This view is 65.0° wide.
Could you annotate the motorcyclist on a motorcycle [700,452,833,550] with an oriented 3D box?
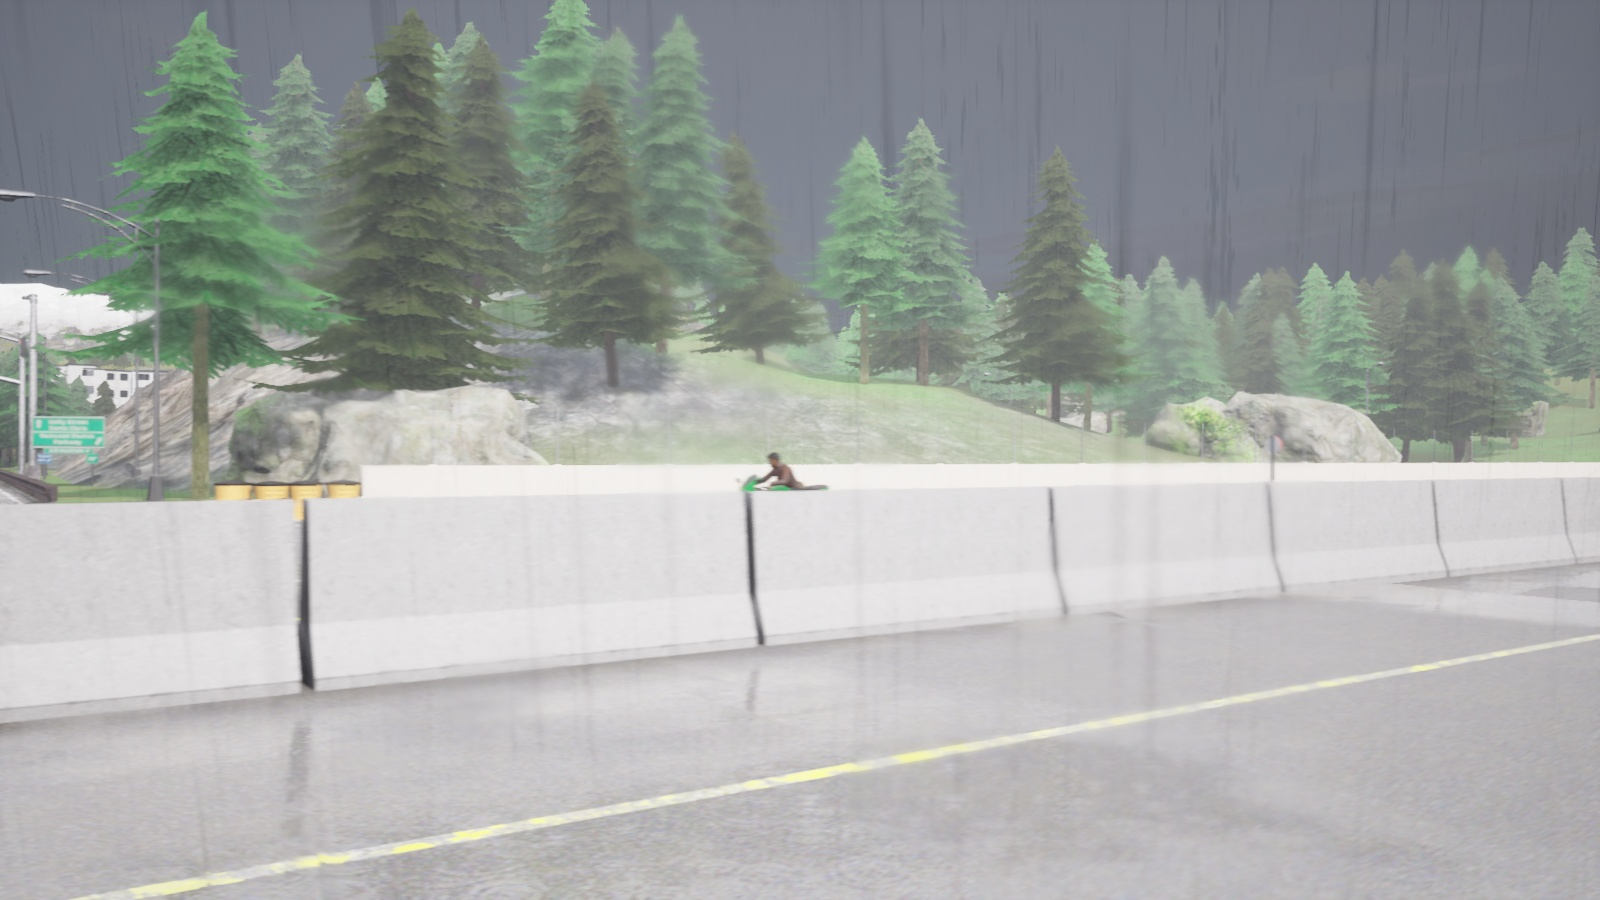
[{"bbox_3d":[-0.528,0.794,20.348,2.044,1.523,0.797,0,0,-35],"label":"motorcyclist on a motorcycle"}]
